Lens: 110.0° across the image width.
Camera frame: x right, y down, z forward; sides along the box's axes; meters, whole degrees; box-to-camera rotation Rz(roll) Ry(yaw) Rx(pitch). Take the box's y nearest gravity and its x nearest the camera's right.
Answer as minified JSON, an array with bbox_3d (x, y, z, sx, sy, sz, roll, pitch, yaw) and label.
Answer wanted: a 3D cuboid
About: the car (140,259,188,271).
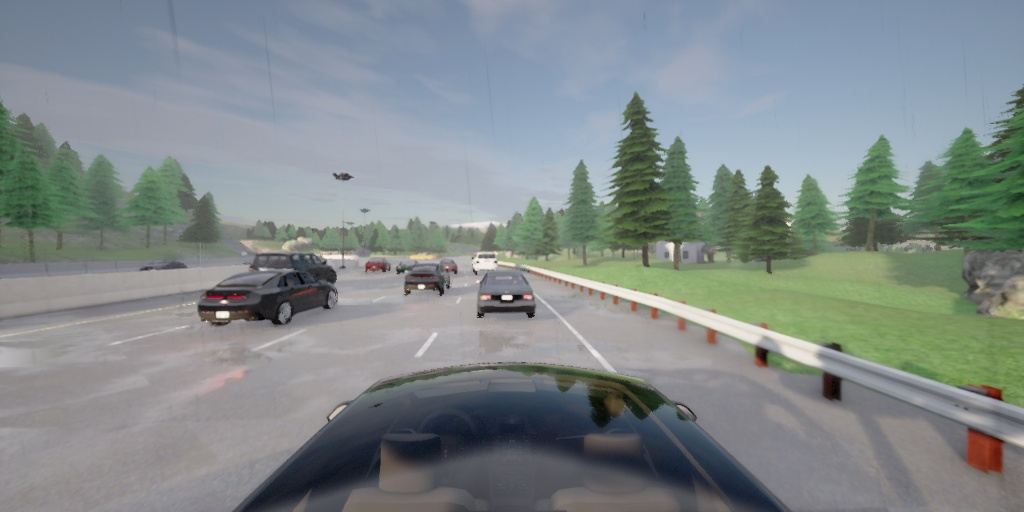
[{"bbox_3d":[-35.194,1.046,36.366,1.994,1.385,4.181,0,0,-11],"label":"car"}]

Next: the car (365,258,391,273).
[{"bbox_3d":[-13.794,0.917,37.137,1.882,1.535,5.008,0,1,-10],"label":"car"}]

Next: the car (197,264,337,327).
[{"bbox_3d":[-7.250,1.177,11.252,1.837,1.490,4.892,0,1,-3],"label":"car"}]

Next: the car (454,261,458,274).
[{"bbox_3d":[-6.440,1.004,35.721,1.994,1.385,4.181,0,1,-9],"label":"car"}]

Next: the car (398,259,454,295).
[{"bbox_3d":[-4.245,1.105,18.418,1.837,1.490,4.892,0,1,-5],"label":"car"}]

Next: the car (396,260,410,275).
[{"bbox_3d":[-9.660,1.064,33.869,1.895,1.301,4.718,0,1,-9],"label":"car"}]

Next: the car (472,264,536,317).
[{"bbox_3d":[-0.288,1.195,12.621,2.033,1.411,5.357,0,1,-3],"label":"car"}]

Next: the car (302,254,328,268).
[{"bbox_3d":[-27.488,0.691,50.082,2.097,1.767,4.553,0,1,-14],"label":"car"}]

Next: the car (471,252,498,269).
[{"bbox_3d":[-2.630,0.670,34.234,2.150,2.045,5.566,0,1,-9],"label":"car"}]

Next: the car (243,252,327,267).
[{"bbox_3d":[-11.278,0.829,18.782,2.150,2.045,5.566,0,1,-5],"label":"car"}]
